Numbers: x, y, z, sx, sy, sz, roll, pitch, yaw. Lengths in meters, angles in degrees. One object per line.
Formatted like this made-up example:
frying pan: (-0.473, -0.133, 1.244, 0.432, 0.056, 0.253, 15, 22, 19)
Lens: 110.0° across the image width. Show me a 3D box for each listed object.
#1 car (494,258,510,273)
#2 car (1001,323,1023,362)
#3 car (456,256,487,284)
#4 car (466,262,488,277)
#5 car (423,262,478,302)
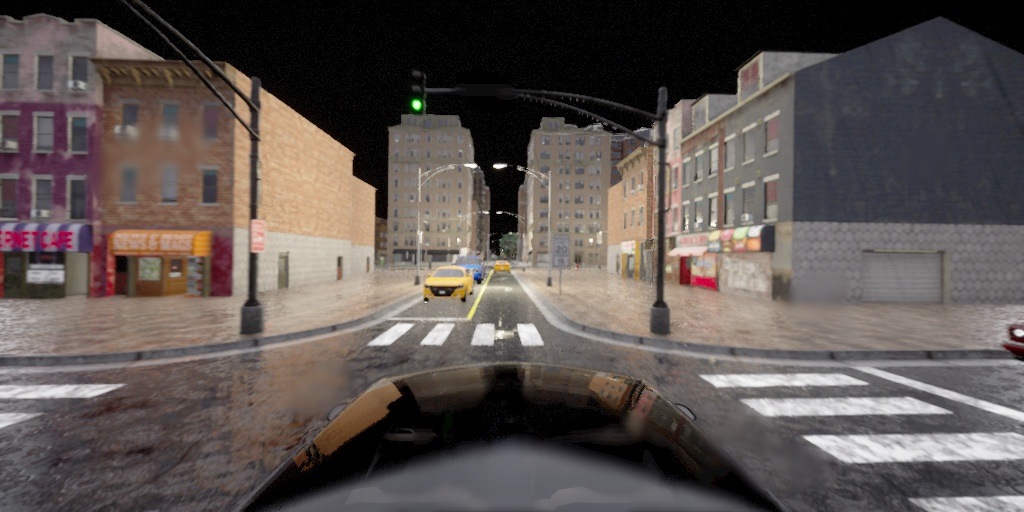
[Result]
car: (-1.244, 1.339, 45.465, 1.882, 1.535, 5.008, 1, 0, -2)
car: (10.799, 1.398, 5.462, 4.718, 1.301, 1.895, 0, 0, -2)
car: (-3.292, 1.005, 27.504, 2.150, 2.045, 5.566, 1, 0, -2)
car: (-3.658, 1.358, 38.191, 2.033, 1.411, 5.357, 1, 0, -2)
car: (-2.920, 1.235, 17.322, 1.882, 1.535, 5.008, 1, 0, -1)
